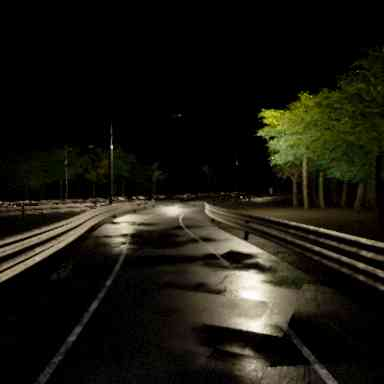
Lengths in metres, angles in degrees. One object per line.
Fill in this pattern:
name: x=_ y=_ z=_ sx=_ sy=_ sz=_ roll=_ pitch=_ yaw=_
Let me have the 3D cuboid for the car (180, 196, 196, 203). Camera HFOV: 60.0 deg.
car: x=-0.883 y=1.609 z=74.084 sx=1.994 sy=1.385 sz=4.181 roll=0 pitch=1 yaw=33

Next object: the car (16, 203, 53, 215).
car: x=-20.645 y=2.167 z=43.863 sx=1.812 sy=1.442 sz=4.674 roll=0 pitch=1 yaw=33
